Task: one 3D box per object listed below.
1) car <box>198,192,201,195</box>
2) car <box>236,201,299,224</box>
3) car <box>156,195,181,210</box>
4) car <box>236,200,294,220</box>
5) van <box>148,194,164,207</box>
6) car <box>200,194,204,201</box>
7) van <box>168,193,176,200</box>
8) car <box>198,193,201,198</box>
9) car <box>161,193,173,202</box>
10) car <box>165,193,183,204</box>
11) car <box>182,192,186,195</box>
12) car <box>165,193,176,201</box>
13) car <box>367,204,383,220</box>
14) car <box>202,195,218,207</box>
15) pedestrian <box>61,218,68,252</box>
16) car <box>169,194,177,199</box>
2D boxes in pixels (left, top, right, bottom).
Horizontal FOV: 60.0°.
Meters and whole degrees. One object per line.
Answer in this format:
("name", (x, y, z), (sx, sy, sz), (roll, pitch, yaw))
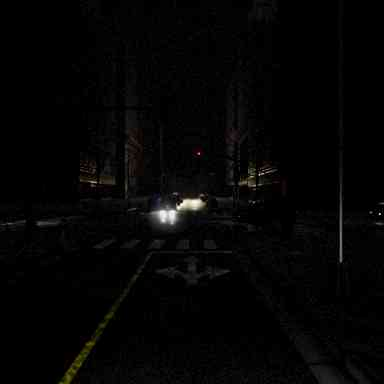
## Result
("car", (3.187, 1.418, 95.281), (1.802, 1.307, 4.206), (0, 0, 0))
("car", (5.795, 1.607, 25.253), (4.674, 1.442, 1.812), (1, 0, -13))
("car", (-2.919, 1.456, 42.624), (2.128, 1.511, 4.902), (0, 0, 1))
("car", (6.475, 1.593, 29.995), (4.892, 1.490, 1.837), (2, 1, 10))
("van", (-5.635, 1.295, 50.144), (1.690, 1.788, 3.998), (0, 0, 0))
("car", (3.001, 1.501, 67.037), (1.802, 1.307, 4.206), (0, 0, 0))
("van", (-5.373, 1.196, 89.685), (1.690, 1.788, 3.998), (0, 0, 0))
("car", (3.076, 1.434, 78.334), (1.887, 1.381, 4.507), (0, 0, 0))
("car", (-5.485, 1.220, 72.739), (2.192, 1.841, 5.009), (0, 0, 0))
("car", (-2.846, 1.426, 53.102), (1.882, 1.535, 5.008), (0, 0, 1))
("car", (-2.756, 1.280, 63.033), (2.097, 1.767, 4.553), (0, 0, 1))
("car", (-5.411, 1.188, 84.036), (2.192, 1.841, 5.009), (0, 0, 0))
("car", (18.558, 1.500, 29.310), (5.566, 2.045, 2.150), (1, 0, 0))
("car", (2.889, 1.519, 50.089), (1.947, 1.339, 4.313), (0, 0, 0))
("pedestrian", (-4.804, 1.571, 12.583), (0.375, 1.300, 0.375), (0, 0, 0))
("car", (-5.337, 1.381, 95.333), (1.887, 1.381, 4.507), (0, 0, 0))
